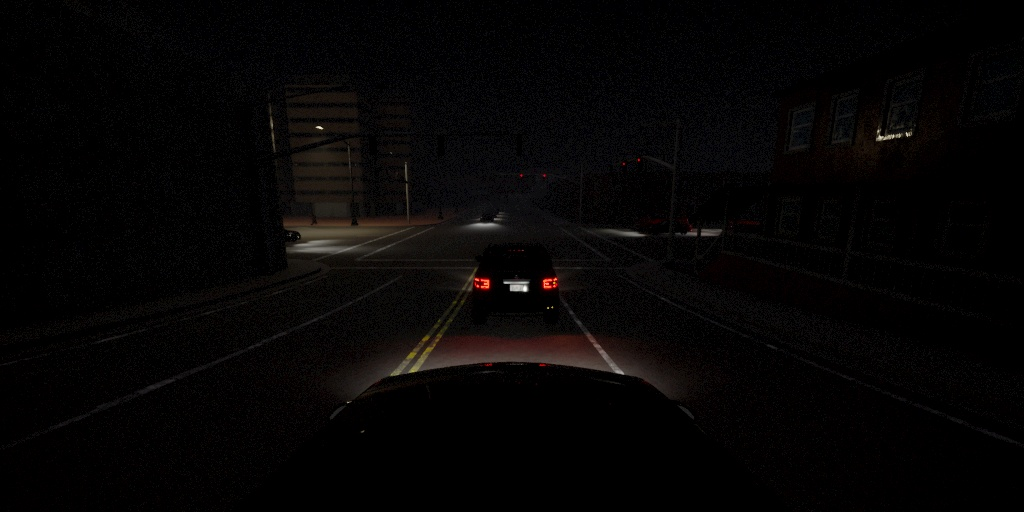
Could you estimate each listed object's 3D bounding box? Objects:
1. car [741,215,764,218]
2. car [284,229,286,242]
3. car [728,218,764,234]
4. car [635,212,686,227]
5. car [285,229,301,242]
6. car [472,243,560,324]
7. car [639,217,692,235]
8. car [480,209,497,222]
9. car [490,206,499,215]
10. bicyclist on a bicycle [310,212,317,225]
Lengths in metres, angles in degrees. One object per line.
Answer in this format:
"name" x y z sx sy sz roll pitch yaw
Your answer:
"car" 26.424 -3.732 40.130 4.553 1.767 2.097 0 10 0
"car" -19.917 -1.232 26.175 4.902 1.511 2.128 0 10 0
"car" 25.053 -2.901 36.724 4.718 1.301 1.895 0 10 0
"car" 16.760 -3.867 40.117 5.566 2.045 2.150 0 10 0
"car" -20.112 -1.807 29.620 4.892 1.490 1.837 0 10 0
"car" 0.061 0.602 10.736 2.150 2.045 5.566 0 4 -1
"car" 15.953 -2.978 36.713 4.674 1.442 1.812 0 10 0
"car" -3.738 -5.881 54.116 1.895 1.301 4.718 0 10 0
"car" -3.737 -7.450 62.863 1.812 1.442 4.674 0 10 0
"bicyclist on a bicycle" -25.387 -4.785 45.844 0.582 1.620 1.656 0 10 0
